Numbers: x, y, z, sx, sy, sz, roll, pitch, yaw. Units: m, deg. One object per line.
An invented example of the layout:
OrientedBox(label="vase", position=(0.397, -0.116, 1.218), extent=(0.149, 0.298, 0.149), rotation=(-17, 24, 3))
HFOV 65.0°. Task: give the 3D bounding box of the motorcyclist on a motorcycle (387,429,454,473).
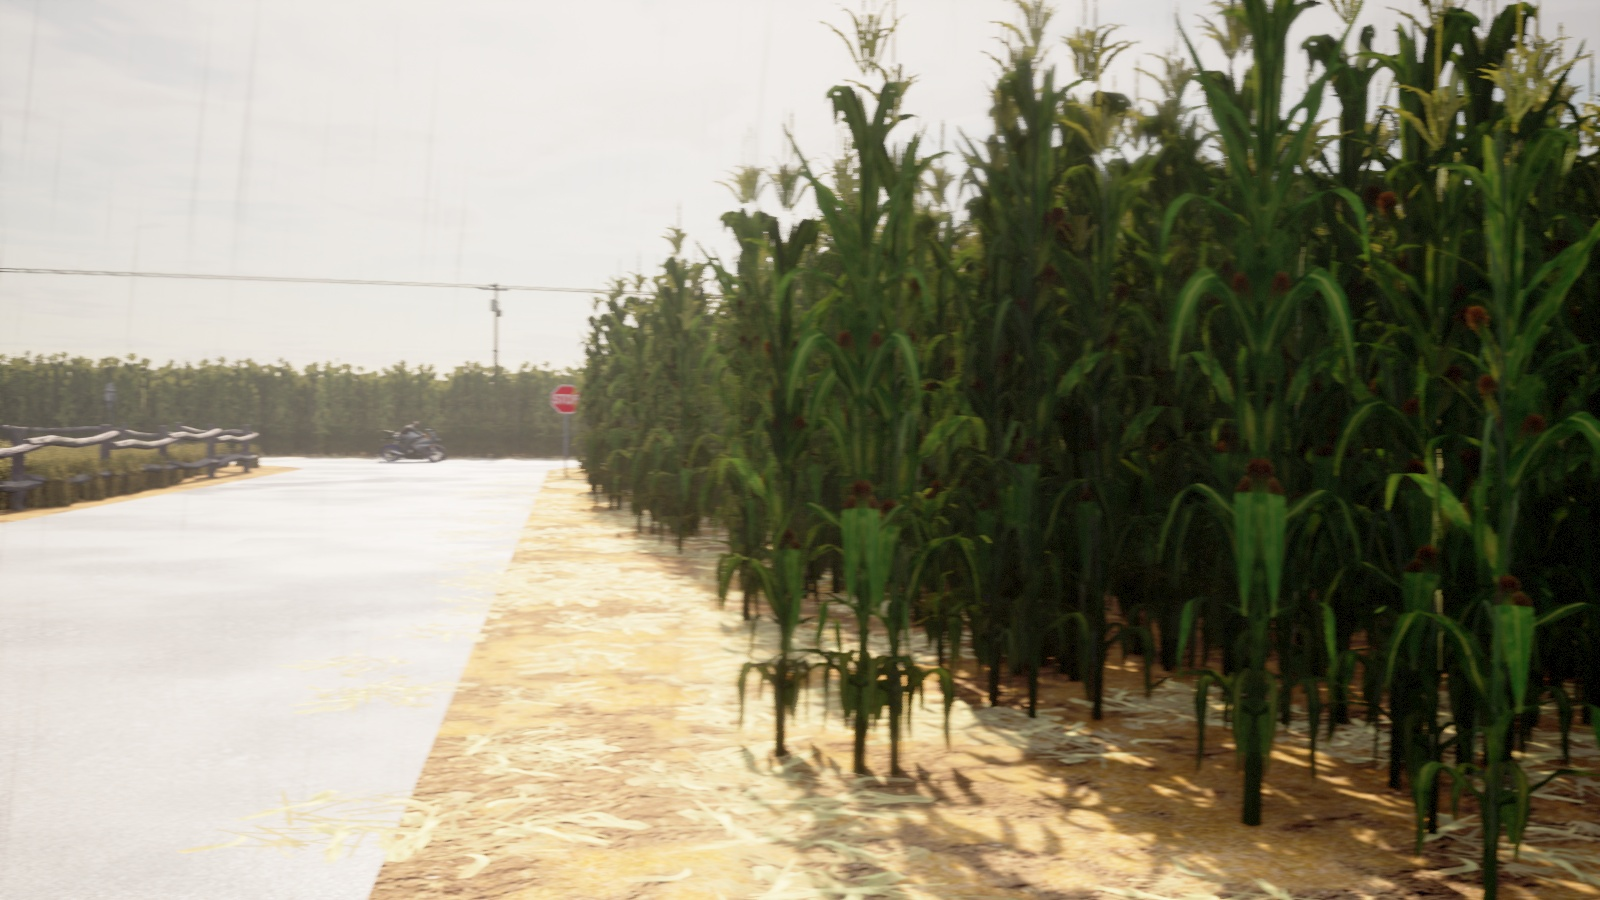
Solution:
OrientedBox(label="motorcyclist on a motorcycle", position=(-13.512, 0.034, 44.785), extent=(2.191, 1.530, 0.866), rotation=(-1, 1, -12))
